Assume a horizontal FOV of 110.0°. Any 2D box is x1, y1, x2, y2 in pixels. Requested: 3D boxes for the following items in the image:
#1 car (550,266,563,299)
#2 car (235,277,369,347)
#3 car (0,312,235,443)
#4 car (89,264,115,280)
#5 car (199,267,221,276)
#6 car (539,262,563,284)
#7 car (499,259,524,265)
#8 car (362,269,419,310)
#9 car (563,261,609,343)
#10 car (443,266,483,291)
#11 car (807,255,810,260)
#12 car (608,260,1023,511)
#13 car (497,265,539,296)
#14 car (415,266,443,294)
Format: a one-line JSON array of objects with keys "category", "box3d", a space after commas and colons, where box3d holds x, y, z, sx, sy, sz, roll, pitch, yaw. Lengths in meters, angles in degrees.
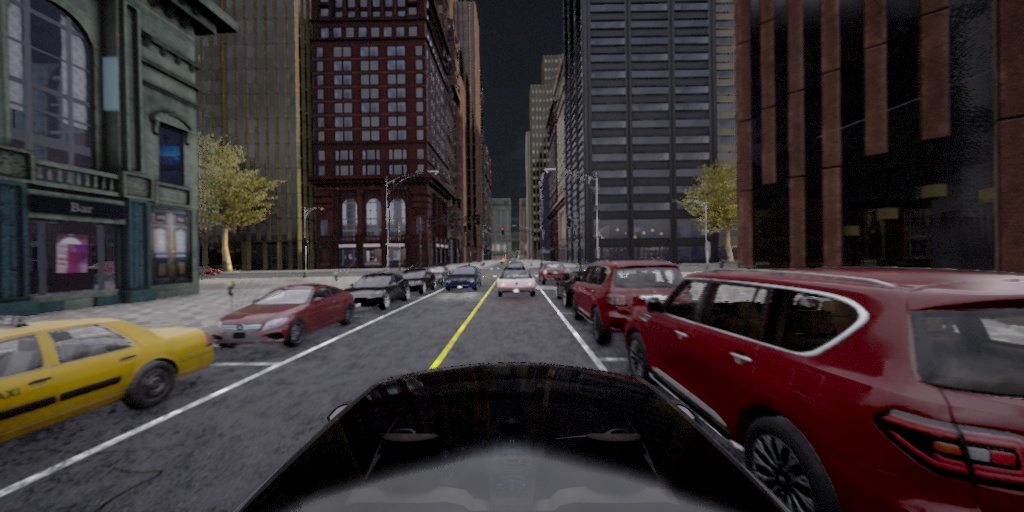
[{"category": "car", "box3d": [2.914, 1.271, 15.126, 1.948, 1.339, 4.313, 0, 0, 0]}, {"category": "car", "box3d": [-5.651, 1.415, 9.550, 1.802, 1.307, 4.207, 0, 0, 0]}, {"category": "car", "box3d": [-5.694, 1.360, 3.743, 1.751, 1.417, 4.829, 0, 0, 0]}, {"category": "car", "box3d": [-48.078, 2.103, 41.617, 5.008, 1.535, 1.882, -1, 0, 1]}, {"category": "car", "box3d": [-42.085, 2.088, 48.117, 4.718, 1.301, 1.895, -1, 0, 0]}, {"category": "car", "box3d": [2.998, 1.145, 26.397, 1.967, 1.591, 4.097, 0, 0, 0]}, {"category": "car", "box3d": [0.245, 1.239, 29.059, 2.128, 1.511, 4.902, -1, 0, 0]}, {"category": "car", "box3d": [-5.610, 1.398, 15.186, 1.948, 1.339, 4.313, 0, 0, 0]}, {"category": "car", "box3d": [2.873, 1.020, 9.489, 2.192, 1.841, 5.009, 0, 0, 0]}, {"category": "car", "box3d": [-2.883, 1.340, 22.582, 2.033, 1.411, 5.357, -1, 0, 1]}, {"category": "car", "box3d": [42.425, 0.244, 47.703, 5.566, 2.045, 2.150, -1, 0, 1]}, {"category": "car", "box3d": [2.831, 1.022, 3.853, 2.192, 1.841, 5.009, 0, 0, 0]}, {"category": "car", "box3d": [0.231, 1.346, 19.025, 1.895, 1.301, 4.718, -1, 0, 1]}, {"category": "car", "box3d": [-5.568, 1.398, 20.822, 1.948, 1.339, 4.313, 0, 0, 0]}]
